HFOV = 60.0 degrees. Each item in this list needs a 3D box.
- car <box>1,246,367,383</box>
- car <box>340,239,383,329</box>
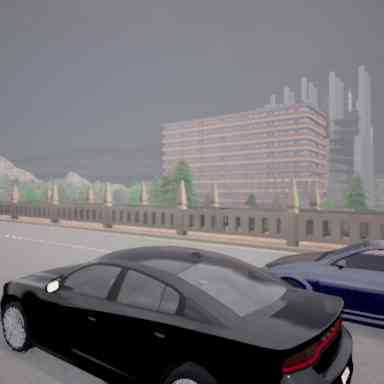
[{"bbox_3d":[-0.629,1.479,4.453,5.008,1.535,1.882,0,0,35],"label":"car"},{"bbox_3d":[3.297,1.566,5.962,4.181,1.385,1.994,0,0,35],"label":"car"}]
